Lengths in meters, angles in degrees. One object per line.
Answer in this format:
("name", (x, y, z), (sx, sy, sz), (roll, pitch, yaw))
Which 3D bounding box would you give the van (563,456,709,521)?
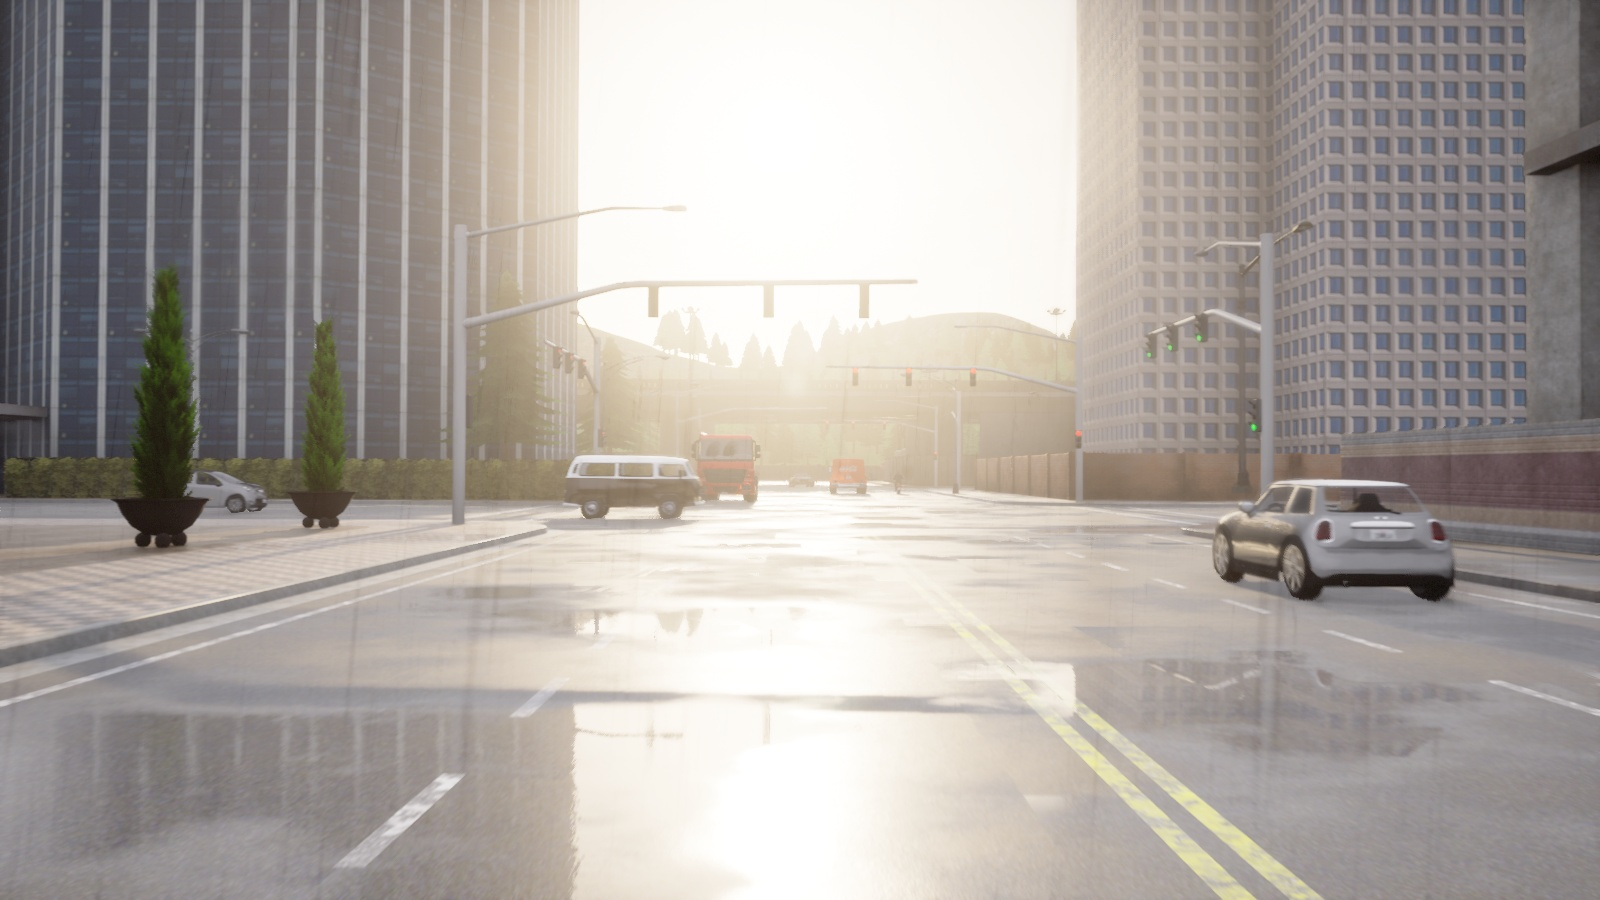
("van", (-5.249, 1.240, 40.698), (4.480, 2.038, 2.069), (0, -1, -1))

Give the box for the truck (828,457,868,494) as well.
("truck", (3.327, 1.789, 88.097), (2.627, 2.467, 5.204), (0, -1, 0))

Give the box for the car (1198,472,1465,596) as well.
("car", (6.967, 1.036, 16.951), (1.970, 1.475, 3.806), (0, -1, 0))

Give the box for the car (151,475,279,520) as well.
("car", (-20.460, 1.647, 44.004), (3.633, 1.501, 1.845), (0, -1, 0))

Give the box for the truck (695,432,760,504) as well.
("truck", (-3.630, 0.934, 64.889), (2.891, 3.462, 7.936), (0, -1, 0))
